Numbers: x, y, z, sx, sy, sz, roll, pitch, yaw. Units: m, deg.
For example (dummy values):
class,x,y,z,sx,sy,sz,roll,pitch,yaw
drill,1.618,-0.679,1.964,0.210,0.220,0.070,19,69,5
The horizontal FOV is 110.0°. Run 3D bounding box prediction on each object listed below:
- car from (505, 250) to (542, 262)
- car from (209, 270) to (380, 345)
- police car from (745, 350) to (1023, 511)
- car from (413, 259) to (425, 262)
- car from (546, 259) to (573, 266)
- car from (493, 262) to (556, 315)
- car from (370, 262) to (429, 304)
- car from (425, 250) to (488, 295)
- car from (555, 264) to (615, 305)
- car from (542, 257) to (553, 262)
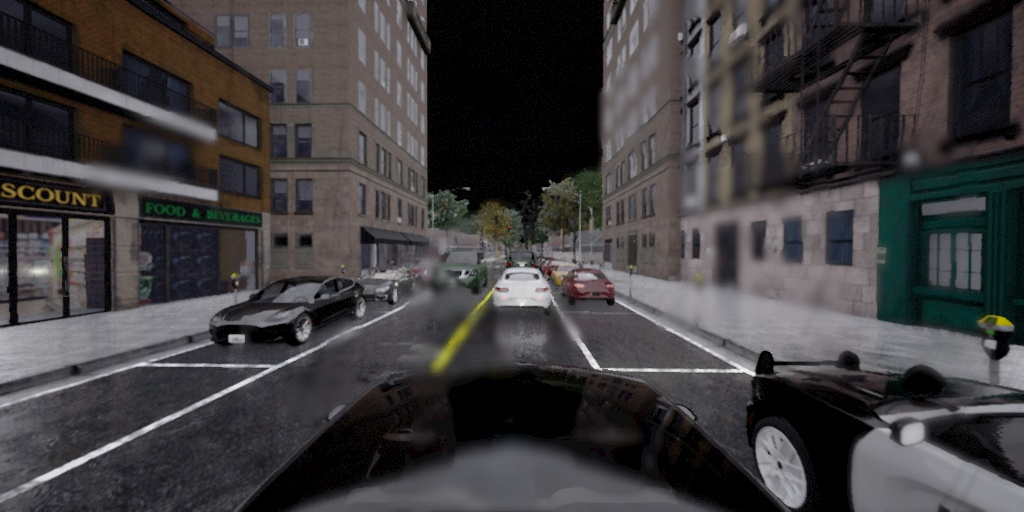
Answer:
class,x,y,z,sx,sy,sz,roll,pitch,yaw
car,0.680,0.610,24.684,2.150,2.045,5.566,0,1,2
car,-5.233,1.187,9.093,1.948,1.339,4.313,0,0,2
police car,2.955,1.187,1.265,1.930,1.638,5.238,0,1,2
car,-4.933,0.887,20.125,1.967,1.591,4.097,0,0,2
car,3.094,0.991,20.080,1.751,1.417,4.829,0,0,2
car,0.351,1.101,12.613,1.812,1.442,4.674,0,1,2
car,-5.083,1.084,14.609,2.007,1.370,4.403,0,0,2
car,-2.449,0.706,18.011,2.150,2.045,5.566,0,1,2
car,2.939,1.134,14.394,1.802,1.307,4.207,0,0,2
car,3.239,0.925,25.425,1.888,1.381,4.507,0,0,2
